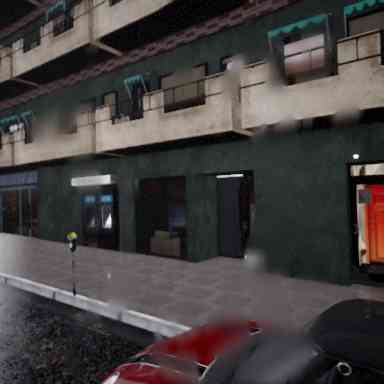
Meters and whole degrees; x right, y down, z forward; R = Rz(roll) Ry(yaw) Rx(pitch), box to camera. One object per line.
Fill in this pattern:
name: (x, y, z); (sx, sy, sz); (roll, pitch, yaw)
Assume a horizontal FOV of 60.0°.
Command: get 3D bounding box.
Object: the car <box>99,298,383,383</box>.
car: (1.116, 1.440, 1.959); (4.097, 1.590, 1.967); (0, -2, 36)
